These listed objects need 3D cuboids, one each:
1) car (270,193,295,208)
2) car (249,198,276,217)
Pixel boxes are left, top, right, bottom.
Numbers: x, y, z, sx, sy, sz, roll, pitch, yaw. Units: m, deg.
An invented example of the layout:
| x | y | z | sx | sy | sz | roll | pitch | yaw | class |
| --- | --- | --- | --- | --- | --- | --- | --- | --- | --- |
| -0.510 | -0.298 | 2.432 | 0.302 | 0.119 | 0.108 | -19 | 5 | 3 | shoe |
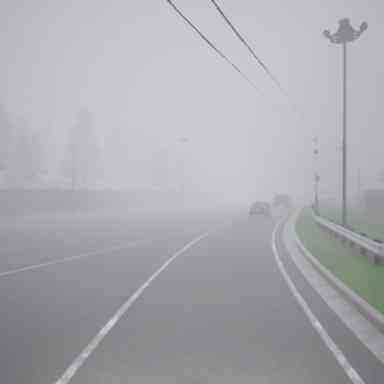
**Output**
| x | y | z | sx | sy | sz | roll | pitch | yaw | class |
| --- | --- | --- | --- | --- | --- | --- | --- | --- | --- |
| 13.862 | 1.315 | 50.865 | 2.150 | 2.045 | 5.566 | 0 | 0 | 24 | car |
| 6.578 | 1.597 | 31.750 | 2.033 | 1.411 | 5.357 | 0 | 0 | 18 | car |
